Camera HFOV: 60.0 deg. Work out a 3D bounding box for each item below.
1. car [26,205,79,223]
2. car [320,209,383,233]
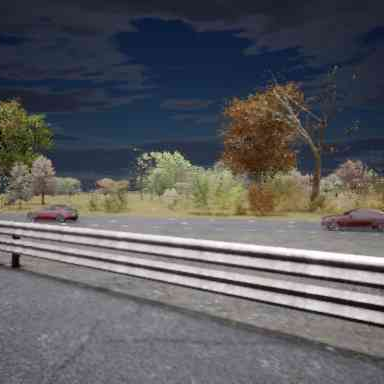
[{"bbox_3d":[-11.678,1.795,27.879,4.181,1.385,1.994,0,0,14],"label":"car"},{"bbox_3d":[11.001,1.851,22.111,4.674,1.442,1.812,0,0,14],"label":"car"}]
